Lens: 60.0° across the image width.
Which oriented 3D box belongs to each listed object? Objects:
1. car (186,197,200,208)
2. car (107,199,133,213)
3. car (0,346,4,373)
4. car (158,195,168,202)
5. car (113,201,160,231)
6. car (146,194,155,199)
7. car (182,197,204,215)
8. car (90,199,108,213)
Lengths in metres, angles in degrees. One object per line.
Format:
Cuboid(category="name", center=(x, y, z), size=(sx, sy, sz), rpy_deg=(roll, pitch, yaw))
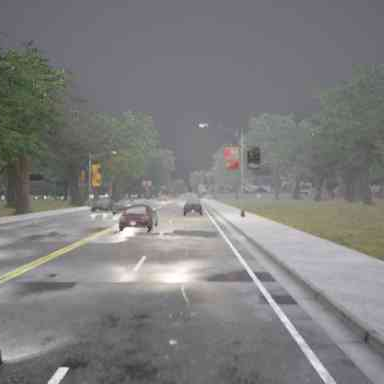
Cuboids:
Cuboid(category="car", center=(0.100, 1.474, 48.038), size=(1.882, 1.535, 5.008), rpy_deg=(0, 0, 0))
Cuboid(category="car", center=(-6.597, 1.523, 33.433), size=(2.033, 1.411, 5.357), rpy_deg=(0, 0, 0))
Cuboid(category="car", center=(-3.149, 1.560, 2.112), size=(1.994, 1.385, 4.181), rpy_deg=(0, 0, 0))
Cuboid(category="car", center=(-6.502, 1.496, 73.979), size=(1.882, 1.535, 5.008), rpy_deg=(0, 0, 0))
Cuboid(category="car", center=(-3.150, 1.499, 20.038), size=(1.812, 1.442, 4.674), rpy_deg=(0, 0, 0))
Cuboid(category="car", center=(-9.752, 1.272, 78.839), size=(1.882, 1.535, 5.008), rpy_deg=(0, 0, 0))
Cuboid(category="car", center=(0.099, 1.481, 32.995), size=(1.837, 1.490, 4.892), rpy_deg=(0, 0, 0))
Cuboid(category="car", center=(-9.846, 1.528, 37.465), size=(2.033, 1.411, 5.357), rpy_deg=(0, 0, 0))
